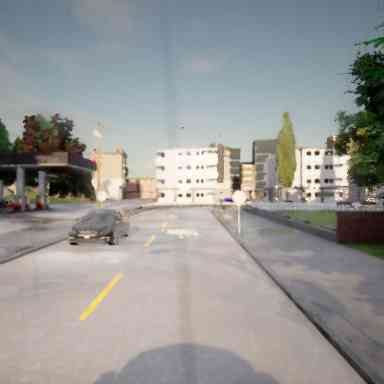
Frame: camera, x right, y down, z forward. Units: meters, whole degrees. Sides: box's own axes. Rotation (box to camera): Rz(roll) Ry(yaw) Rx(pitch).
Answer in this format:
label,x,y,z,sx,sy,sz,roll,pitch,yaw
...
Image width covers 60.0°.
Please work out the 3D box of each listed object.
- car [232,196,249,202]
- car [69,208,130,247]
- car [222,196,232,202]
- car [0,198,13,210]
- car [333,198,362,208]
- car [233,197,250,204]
label,x,y,z,sx,sy,sz,roll,pitch,yaw
car,11.146,1.668,74.087,1.853,1.218,4.536,0,0,30
car,-4.100,1.540,15.401,1.837,1.490,4.892,0,-1,0
car,8.375,1.583,74.479,3.633,1.501,1.845,0,0,11
car,-23.896,1.502,41.544,1.845,1.501,3.633,0,0,0
car,23.492,1.633,50.552,4.674,1.442,1.812,0,0,0
car,11.171,1.826,74.132,2.038,1.542,4.974,0,0,30
